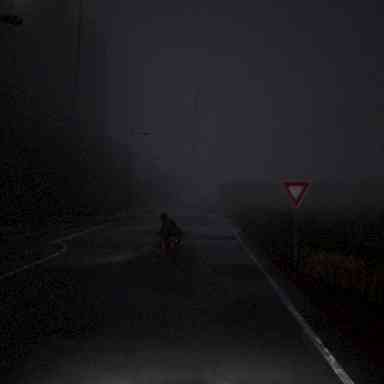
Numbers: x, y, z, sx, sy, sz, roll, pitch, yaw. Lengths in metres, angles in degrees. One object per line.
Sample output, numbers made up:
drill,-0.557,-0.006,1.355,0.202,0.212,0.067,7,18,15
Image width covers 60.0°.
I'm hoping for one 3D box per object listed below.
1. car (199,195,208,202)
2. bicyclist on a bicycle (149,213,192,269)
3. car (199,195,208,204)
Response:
car,2.547,1.480,73.125,1.812,1.442,4.674,0,0,2
bicyclist on a bicycle,-0.692,1.453,9.915,1.656,1.620,0.582,-3,-2,36
car,2.169,1.545,62.513,2.033,1.411,5.357,0,0,2
